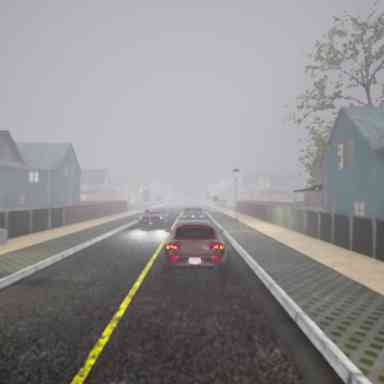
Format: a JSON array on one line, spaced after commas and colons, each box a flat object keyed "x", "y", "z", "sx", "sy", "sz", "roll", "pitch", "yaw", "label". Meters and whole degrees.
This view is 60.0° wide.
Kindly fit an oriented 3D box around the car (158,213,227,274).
[{"x": 0.083, "y": 1.633, "z": 10.854, "sx": 1.812, "sy": 1.442, "sz": 4.674, "roll": 0, "pitch": -1, "yaw": 0, "label": "car"}]

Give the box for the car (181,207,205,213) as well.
[{"x": 0.083, "y": 1.865, "z": 26.597, "sx": 2.033, "sy": 1.411, "sz": 5.357, "roll": 0, "pitch": -1, "yaw": 0, "label": "car"}]

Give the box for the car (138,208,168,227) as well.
[{"x": -2.857, "y": 1.900, "z": 25.257, "sx": 1.895, "sy": 1.301, "sz": 4.718, "roll": 0, "pitch": -1, "yaw": 0, "label": "car"}]
